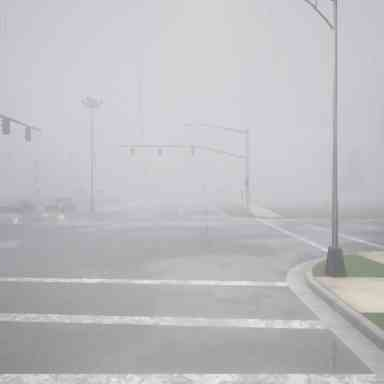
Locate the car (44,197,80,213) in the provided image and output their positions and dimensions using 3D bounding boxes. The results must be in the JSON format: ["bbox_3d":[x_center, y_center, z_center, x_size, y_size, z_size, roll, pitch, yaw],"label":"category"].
[{"bbox_3d":[-14.630,1.352,37.079,2.097,1.767,4.553,0,0,1],"label":"car"}]

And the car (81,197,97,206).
[{"bbox_3d":[-17.798,1.547,57.052,2.033,1.411,5.357,0,0,1],"label":"car"}]

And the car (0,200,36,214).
[{"bbox_3d":[-18.162,1.526,34.889,1.812,1.442,4.674,0,0,1],"label":"car"}]

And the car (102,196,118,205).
[{"bbox_3d":[-14.276,1.507,58.033,1.837,1.490,4.892,0,-1,1],"label":"car"}]
